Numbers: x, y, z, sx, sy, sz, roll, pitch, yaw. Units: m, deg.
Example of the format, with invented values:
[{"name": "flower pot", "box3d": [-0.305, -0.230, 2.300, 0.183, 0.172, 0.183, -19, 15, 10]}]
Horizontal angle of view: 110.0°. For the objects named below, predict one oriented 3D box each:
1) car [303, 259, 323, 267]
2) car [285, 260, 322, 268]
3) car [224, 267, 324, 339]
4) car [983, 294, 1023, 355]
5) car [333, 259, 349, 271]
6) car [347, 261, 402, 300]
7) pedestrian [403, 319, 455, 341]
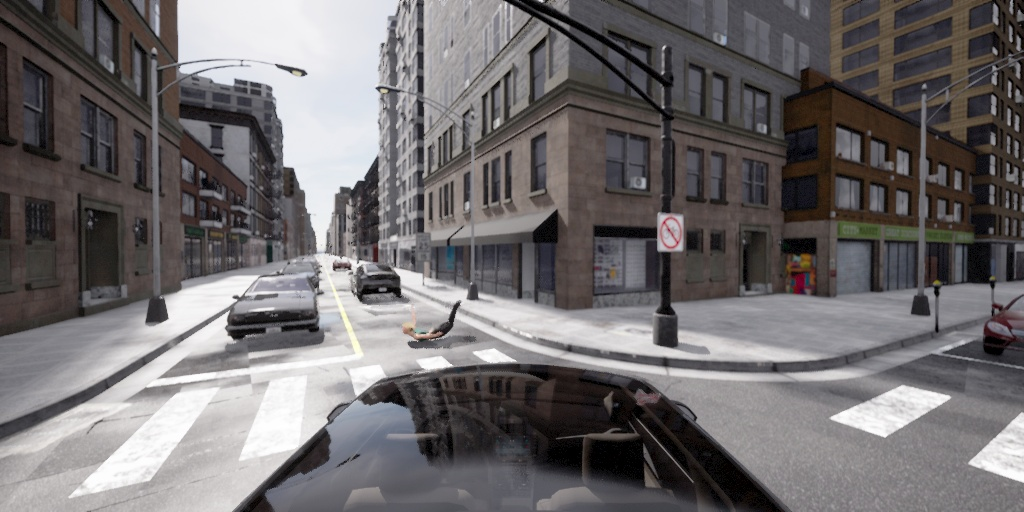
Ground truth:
[{"name": "car", "box3d": [-15.601, 1.047, 27.178, 1.837, 1.490, 4.892, 0, 1, -28]}, {"name": "car", "box3d": [-11.072, 1.139, 18.716, 1.812, 1.442, 4.674, 0, 1, -28]}, {"name": "car", "box3d": [-6.535, 1.230, 10.267, 2.033, 1.411, 5.357, 0, 1, -28]}, {"name": "car", "box3d": [11.610, 1.408, 7.498, 4.207, 1.307, 1.802, 0, 0, -28]}, {"name": "car", "box3d": [-19.858, 1.011, 41.800, 1.895, 1.301, 4.718, 0, 1, -28]}, {"name": "car", "box3d": [-6.542, 1.129, 17.075, 1.837, 1.490, 4.892, 0, 1, -28]}, {"name": "pedestrian", "box3d": [-1.671, 1.741, 8.209, 1.860, 0.375, 0.375, 1, -3, -29]}]
